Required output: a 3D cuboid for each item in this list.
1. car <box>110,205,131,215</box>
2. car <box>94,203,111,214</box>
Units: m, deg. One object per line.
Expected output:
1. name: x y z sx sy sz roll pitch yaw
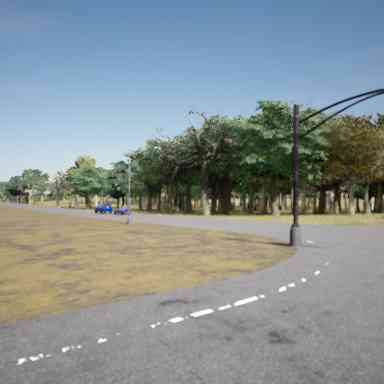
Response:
1. car: -11.942 3.235 57.106 1.812 1.442 4.674 0 -2 -33
2. car: -17.445 3.222 65.508 2.150 2.045 5.566 0 -2 -33
